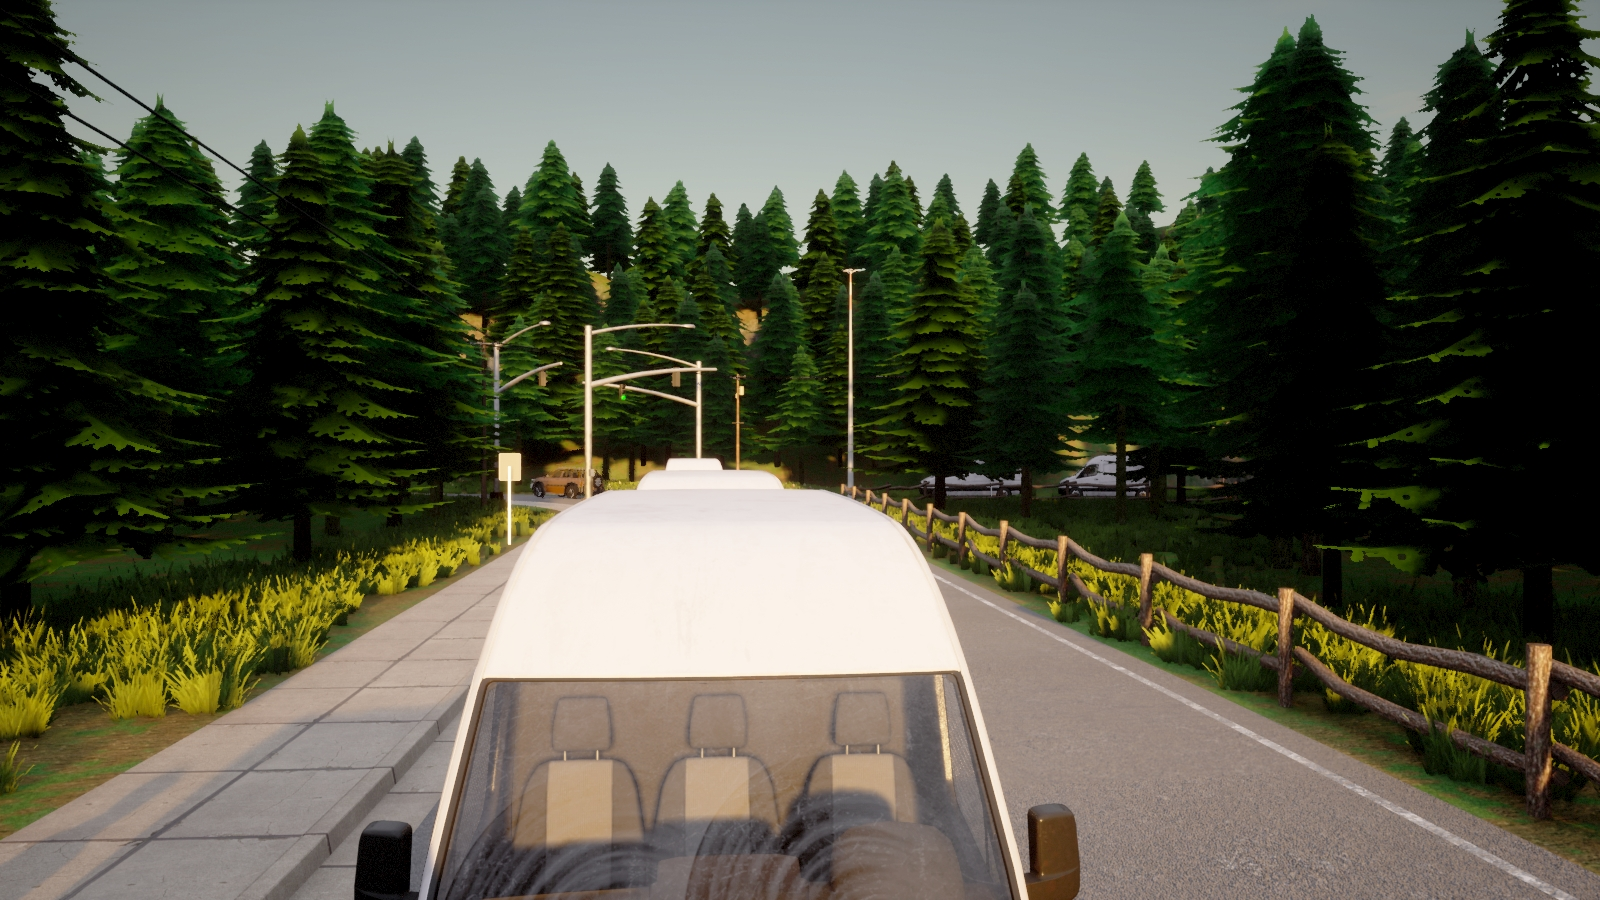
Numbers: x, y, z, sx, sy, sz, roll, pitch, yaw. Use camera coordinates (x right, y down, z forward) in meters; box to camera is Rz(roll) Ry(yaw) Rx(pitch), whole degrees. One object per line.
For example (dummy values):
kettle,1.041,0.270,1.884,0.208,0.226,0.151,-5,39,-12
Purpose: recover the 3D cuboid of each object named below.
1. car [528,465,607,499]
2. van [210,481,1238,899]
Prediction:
car,-13.498,1.837,66.206,4.605,1.855,1.932,0,0,37
van,-0.349,1.499,5.163,1.988,2.561,5.915,0,0,-5
